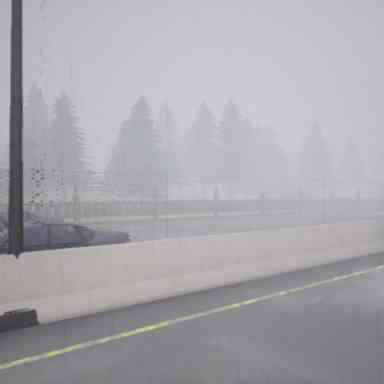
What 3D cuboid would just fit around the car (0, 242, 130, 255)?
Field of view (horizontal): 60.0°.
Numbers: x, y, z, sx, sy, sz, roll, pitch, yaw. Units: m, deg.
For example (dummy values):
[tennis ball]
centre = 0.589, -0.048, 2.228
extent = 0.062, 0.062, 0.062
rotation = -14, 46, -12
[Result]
[car]
centre = -4.381, 1.555, 9.465
extent = 5.357, 1.411, 2.033
rotation = 0, 0, -35
